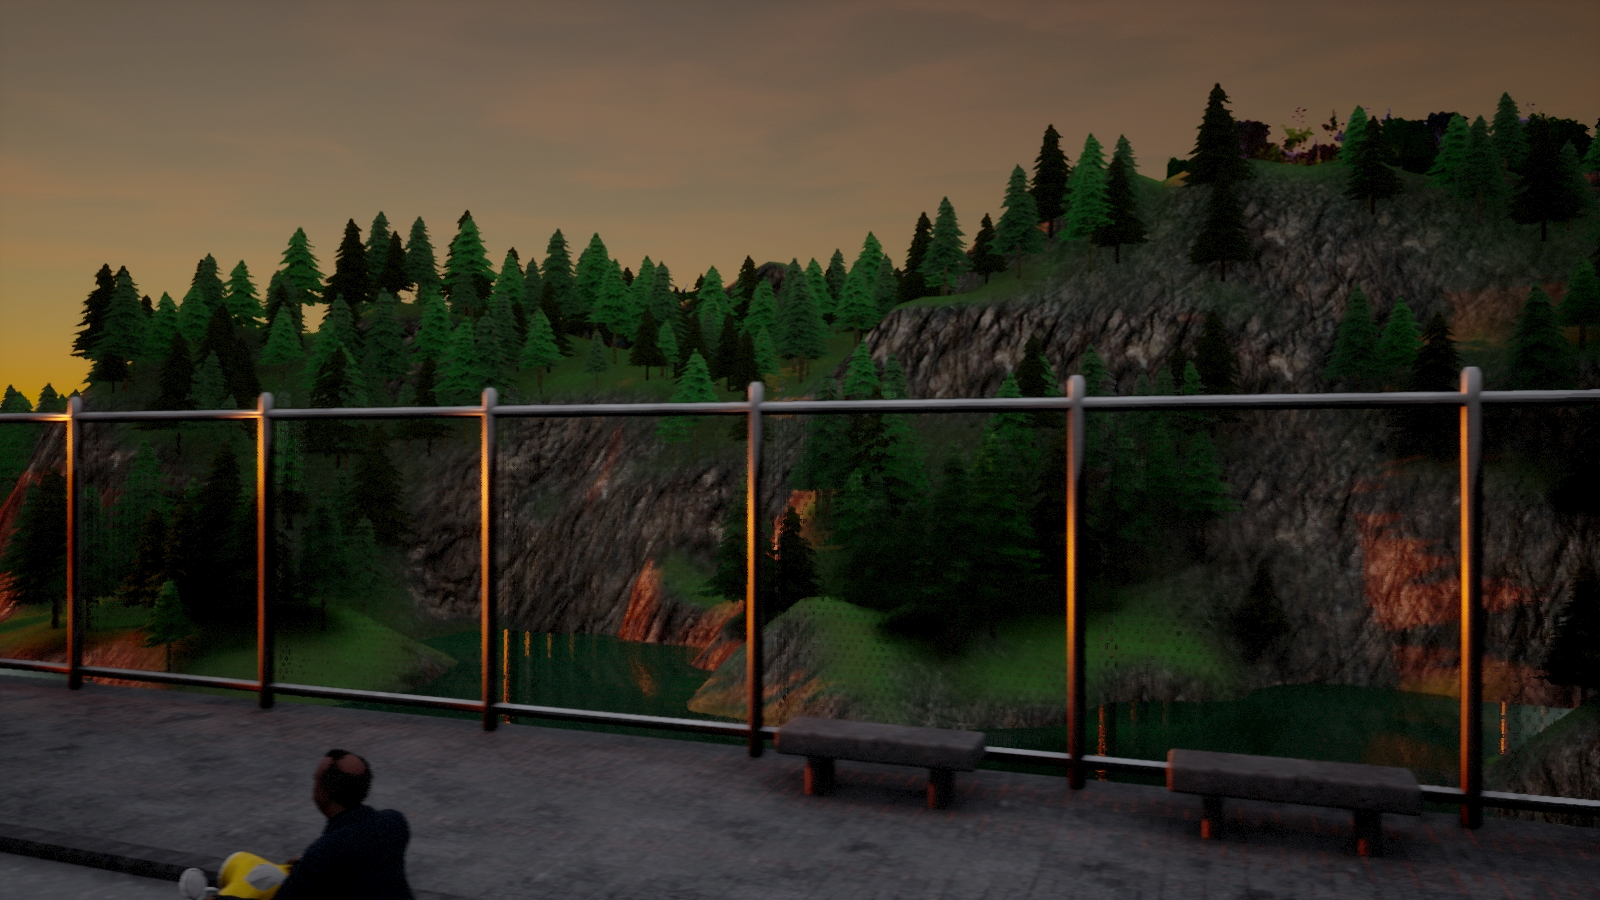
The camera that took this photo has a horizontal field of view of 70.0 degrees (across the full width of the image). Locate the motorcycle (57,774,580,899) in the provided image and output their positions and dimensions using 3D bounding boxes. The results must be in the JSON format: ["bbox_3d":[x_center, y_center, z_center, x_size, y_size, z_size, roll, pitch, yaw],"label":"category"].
[{"bbox_3d":[-1.882,2.141,4.517,1.805,1.316,0.856,0,0,20],"label":"motorcycle"}]
